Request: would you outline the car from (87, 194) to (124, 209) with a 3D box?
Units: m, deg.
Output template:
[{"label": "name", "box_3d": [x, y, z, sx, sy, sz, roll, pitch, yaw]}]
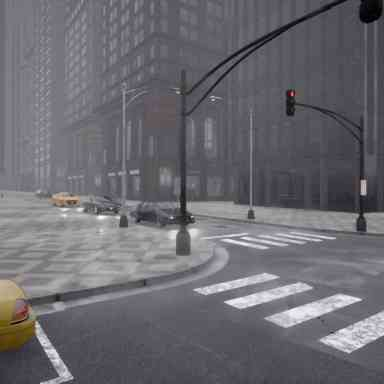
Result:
[{"label": "car", "box_3d": [-9.372, 0.929, 35.828, 2.033, 1.411, 5.357, 0, 1, -36]}]

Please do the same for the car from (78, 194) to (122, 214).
[{"label": "car", "box_3d": [-7.784, 1.011, 28.176, 1.837, 1.490, 4.892, 0, 1, -36]}]

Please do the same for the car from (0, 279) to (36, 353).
[{"label": "car", "box_3d": [-4.366, 1.525, 3.530, 4.829, 1.417, 1.752, 0, 0, -36]}]

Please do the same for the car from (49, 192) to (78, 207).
[{"label": "car", "box_3d": [-13.881, 0.798, 36.621, 1.882, 1.535, 5.008, 0, 1, -35]}]

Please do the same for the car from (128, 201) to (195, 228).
[{"label": "car", "box_3d": [-2.014, 1.237, 20.193, 2.033, 1.411, 5.357, 0, 1, -36]}]

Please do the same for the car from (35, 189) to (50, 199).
[{"label": "car", "box_3d": [-26.850, 0.237, 59.987, 2.097, 1.767, 4.553, 0, 1, -35]}]
